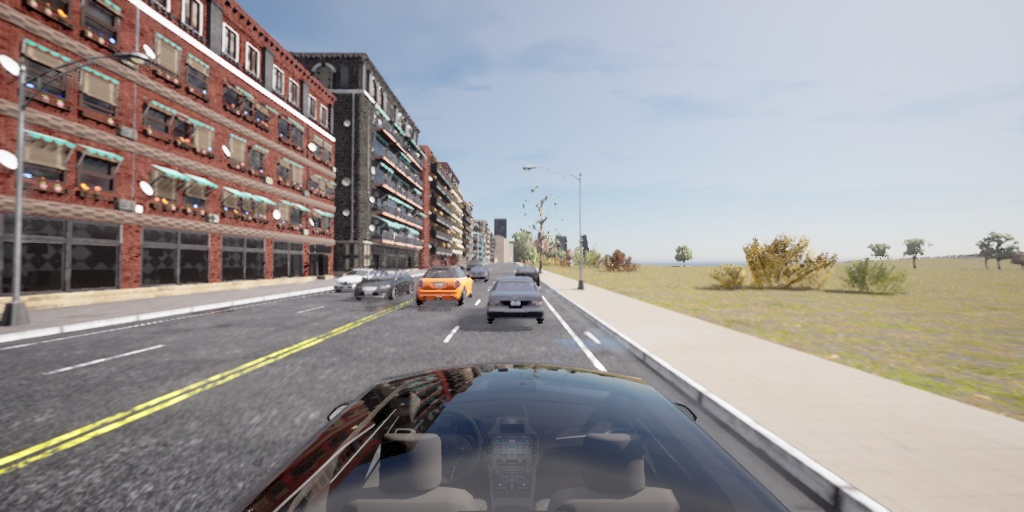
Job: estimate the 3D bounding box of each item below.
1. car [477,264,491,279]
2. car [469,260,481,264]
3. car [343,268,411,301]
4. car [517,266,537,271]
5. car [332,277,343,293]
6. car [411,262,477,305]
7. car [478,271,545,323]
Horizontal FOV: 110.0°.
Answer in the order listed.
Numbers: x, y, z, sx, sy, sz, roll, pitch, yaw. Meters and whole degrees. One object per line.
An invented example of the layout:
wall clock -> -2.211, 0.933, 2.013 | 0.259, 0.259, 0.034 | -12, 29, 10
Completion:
car -> -3.112, 1.706, 34.228 | 2.033, 1.411, 5.357 | 0, -1, 0
car -> -6.494, 1.720, 61.753 | 2.150, 2.045, 5.566 | 0, -1, 1
car -> -6.583, 1.458, 18.925 | 2.128, 1.511, 4.902 | 0, -1, 0
car -> 1.166, 1.564, 28.388 | 1.882, 1.535, 5.008 | 0, -1, 0
car -> -9.828, 1.550, 23.503 | 1.812, 1.442, 4.674 | 0, -1, 0
car -> -3.135, 1.303, 17.531 | 2.097, 1.767, 4.553 | 0, -1, 0
car -> 0.113, 1.438, 12.794 | 2.033, 1.411, 5.357 | 0, -1, 0
